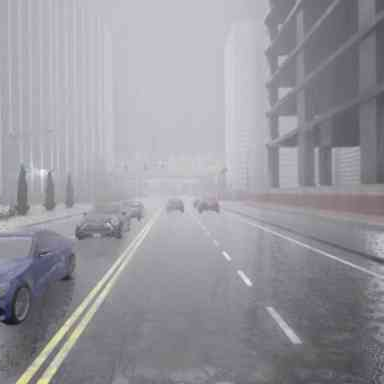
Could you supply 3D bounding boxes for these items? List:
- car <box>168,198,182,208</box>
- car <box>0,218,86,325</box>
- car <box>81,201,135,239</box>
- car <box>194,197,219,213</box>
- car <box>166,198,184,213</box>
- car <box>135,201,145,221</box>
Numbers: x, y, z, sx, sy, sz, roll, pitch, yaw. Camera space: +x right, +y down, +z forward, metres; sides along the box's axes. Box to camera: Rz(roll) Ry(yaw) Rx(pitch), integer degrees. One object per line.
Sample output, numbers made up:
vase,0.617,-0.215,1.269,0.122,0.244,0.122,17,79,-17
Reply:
car,-2.448,1.540,47.828,1.994,1.385,4.181,-1,0,-2
car,-3.908,1.559,7.242,1.812,1.442,4.674,-1,0,-3
car,-4.464,1.381,17.371,2.097,1.767,4.553,-1,0,-3
car,1.701,1.294,36.135,2.097,1.767,4.553,-1,0,-3
car,-1.872,1.472,37.614,2.128,1.511,4.902,-1,0,-3
car,-4.998,1.516,27.662,2.128,1.511,4.902,-1,0,-3
